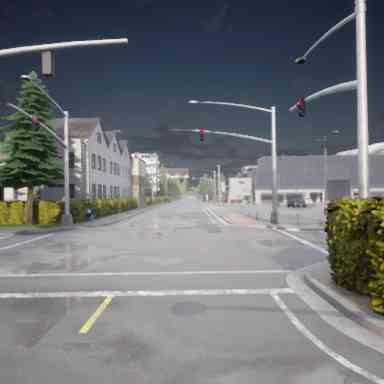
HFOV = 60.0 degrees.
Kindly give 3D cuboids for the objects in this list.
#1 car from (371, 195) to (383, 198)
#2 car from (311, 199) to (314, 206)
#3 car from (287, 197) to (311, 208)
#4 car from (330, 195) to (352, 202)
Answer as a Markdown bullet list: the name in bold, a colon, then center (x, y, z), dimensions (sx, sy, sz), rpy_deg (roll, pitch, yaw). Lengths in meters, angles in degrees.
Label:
- **car**: center (19.112, 1.182, 31.305), dimensions (1.905, 1.878, 3.866), rpy_deg (-1, -1, 0)
- **car**: center (19.059, 1.572, 56.231), dimensions (1.970, 1.475, 3.806), rpy_deg (-1, -1, 0)
- **car**: center (15.416, 1.628, 49.172), dimensions (2.007, 1.523, 4.514), rpy_deg (-1, -1, 0)
- **car**: center (25.474, 1.398, 56.572), dimensions (2.152, 1.636, 5.027), rpy_deg (-1, -1, 0)
